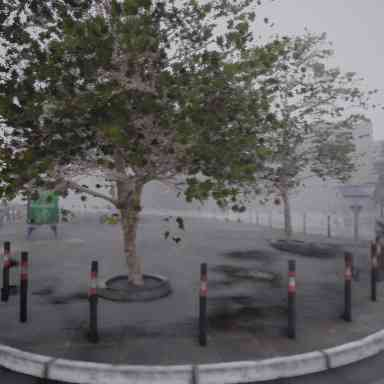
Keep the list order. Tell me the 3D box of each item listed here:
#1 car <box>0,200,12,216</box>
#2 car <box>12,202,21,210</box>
[{"bbox_3d":[-20.476,1.681,35.091,2.128,1.511,4.902,1,-1,-29],"label":"car"},{"bbox_3d":[-25.753,1.694,45.436,2.185,1.767,4.553,-1,-1,31],"label":"car"}]
